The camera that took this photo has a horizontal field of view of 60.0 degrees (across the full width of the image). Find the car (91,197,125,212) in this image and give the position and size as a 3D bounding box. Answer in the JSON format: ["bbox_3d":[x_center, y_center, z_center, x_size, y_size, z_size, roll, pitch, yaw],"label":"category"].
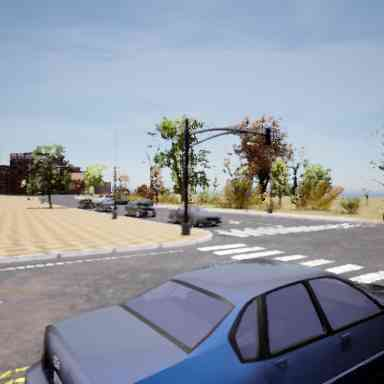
[{"bbox_3d":[-10.768,1.748,42.348,2.128,1.511,4.902,1,0,-32],"label":"car"}]

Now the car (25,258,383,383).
[{"bbox_3d":[0.996,1.582,4.085,5.357,1.411,2.033,1,0,-35],"label":"car"}]

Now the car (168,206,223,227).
[{"bbox_3d":[0.092,1.764,25.295,2.033,1.411,5.357,1,0,-32],"label":"car"}]

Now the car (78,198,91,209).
[{"bbox_3d":[-16.162,1.780,51.174,1.837,1.490,4.892,1,0,-31],"label":"car"}]

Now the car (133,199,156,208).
[{"bbox_3d":[-8.275,1.909,57.251,2.033,1.411,5.357,1,0,-31],"label":"car"}]

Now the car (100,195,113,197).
[{"bbox_3d":[-17.093,1.576,65.809,2.150,2.045,5.566,1,0,-30],"label":"car"}]

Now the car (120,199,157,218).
[{"bbox_3d":[-5.233,1.742,33.611,1.837,1.490,4.892,1,0,-33],"label":"car"}]
